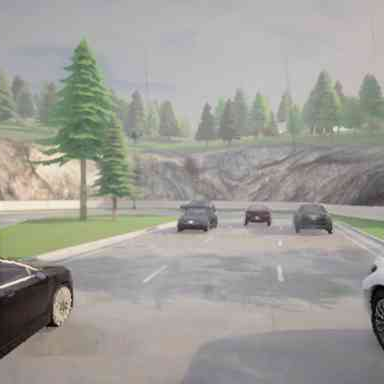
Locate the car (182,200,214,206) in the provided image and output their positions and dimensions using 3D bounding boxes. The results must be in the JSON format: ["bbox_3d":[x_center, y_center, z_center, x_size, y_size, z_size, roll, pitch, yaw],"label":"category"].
[{"bbox_3d":[0.607,1.758,40.685,4.553,1.767,2.097,-1,-1,41],"label":"car"}]

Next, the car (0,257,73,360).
[{"bbox_3d":[-3.187,1.533,4.254,2.128,1.511,4.902,0,-1,3],"label":"car"}]

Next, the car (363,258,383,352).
[{"bbox_3d":[3.713,1.252,2.901,2.150,2.045,5.566,0,-1,2],"label":"car"}]

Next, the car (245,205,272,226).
[{"bbox_3d":[5.227,1.742,26.214,1.882,1.535,5.008,0,-1,13],"label":"car"}]

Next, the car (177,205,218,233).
[{"bbox_3d":[0.456,1.781,21.635,1.994,1.385,4.181,0,-1,15],"label":"car"}]

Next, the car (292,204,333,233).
[{"bbox_3d":[7.599,1.568,21.323,2.097,1.767,4.553,0,-1,15],"label":"car"}]
